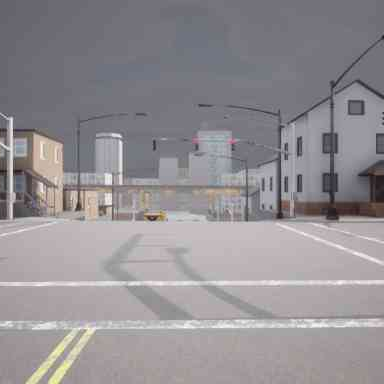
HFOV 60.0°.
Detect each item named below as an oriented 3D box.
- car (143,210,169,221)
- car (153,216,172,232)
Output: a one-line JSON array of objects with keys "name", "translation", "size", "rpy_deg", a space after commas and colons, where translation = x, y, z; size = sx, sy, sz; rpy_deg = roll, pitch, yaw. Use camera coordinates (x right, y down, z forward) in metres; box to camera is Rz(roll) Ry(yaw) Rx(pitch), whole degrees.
[{"name": "car", "translation": [-3.670, 2.536, 33.444], "size": [1.882, 1.535, 5.008], "rpy_deg": [0, -9, 1]}, {"name": "car", "translation": [-3.776, 4.235, 43.667], "size": [2.128, 1.511, 4.902], "rpy_deg": [0, -13, -1]}]
